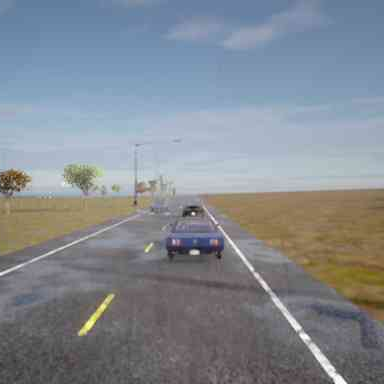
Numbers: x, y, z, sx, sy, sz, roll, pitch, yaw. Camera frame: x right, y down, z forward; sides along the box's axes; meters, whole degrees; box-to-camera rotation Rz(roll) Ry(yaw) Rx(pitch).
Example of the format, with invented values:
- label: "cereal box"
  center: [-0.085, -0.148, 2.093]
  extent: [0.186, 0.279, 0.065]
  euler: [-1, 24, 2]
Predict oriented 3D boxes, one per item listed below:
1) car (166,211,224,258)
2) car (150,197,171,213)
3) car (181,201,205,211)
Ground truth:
- label: "car"
  center: [0.099, 1.615, 12.735]
  extent: [1.895, 1.301, 4.718]
  euler: [0, 0, 0]
- label: "car"
  center: [-3.573, 1.388, 38.175]
  extent: [2.097, 1.767, 4.553]
  euler: [0, 0, 0]
- label: "car"
  center: [0.108, 1.534, 29.662]
  extent: [1.837, 1.490, 4.892]
  euler: [0, 0, 0]
